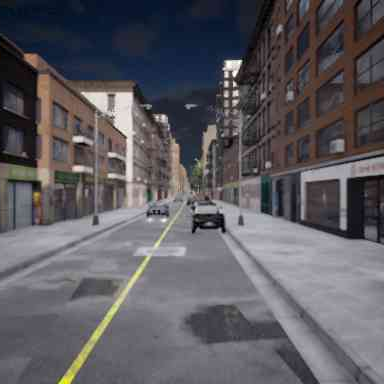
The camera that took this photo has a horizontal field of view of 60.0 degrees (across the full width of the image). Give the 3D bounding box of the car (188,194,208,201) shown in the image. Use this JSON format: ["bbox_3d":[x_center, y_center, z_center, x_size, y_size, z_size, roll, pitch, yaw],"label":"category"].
[{"bbox_3d":[0.909,1.273,35.822,2.150,2.045,5.566,0,0,0],"label":"car"}]

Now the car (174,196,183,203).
[{"bbox_3d":[-2.983,1.611,72.409,1.994,1.385,4.181,0,0,0],"label":"car"}]

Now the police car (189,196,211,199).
[{"bbox_3d":[0.908,1.462,29.901,1.930,1.638,5.238,0,0,0],"label":"police car"}]

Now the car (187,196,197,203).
[{"bbox_3d":[0.017,1.527,71.348,1.994,1.385,4.181,0,0,0],"label":"car"}]

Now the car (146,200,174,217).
[{"bbox_3d":[-3.085,1.602,31.071,1.994,1.385,4.181,0,0,0],"label":"car"}]

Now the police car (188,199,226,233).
[{"bbox_3d":[0.905,1.445,19.901,1.930,1.638,5.238,0,0,0],"label":"police car"}]

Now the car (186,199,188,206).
[{"bbox_3d":[0.013,1.601,56.348,1.837,1.490,4.892,0,0,0],"label":"car"}]
